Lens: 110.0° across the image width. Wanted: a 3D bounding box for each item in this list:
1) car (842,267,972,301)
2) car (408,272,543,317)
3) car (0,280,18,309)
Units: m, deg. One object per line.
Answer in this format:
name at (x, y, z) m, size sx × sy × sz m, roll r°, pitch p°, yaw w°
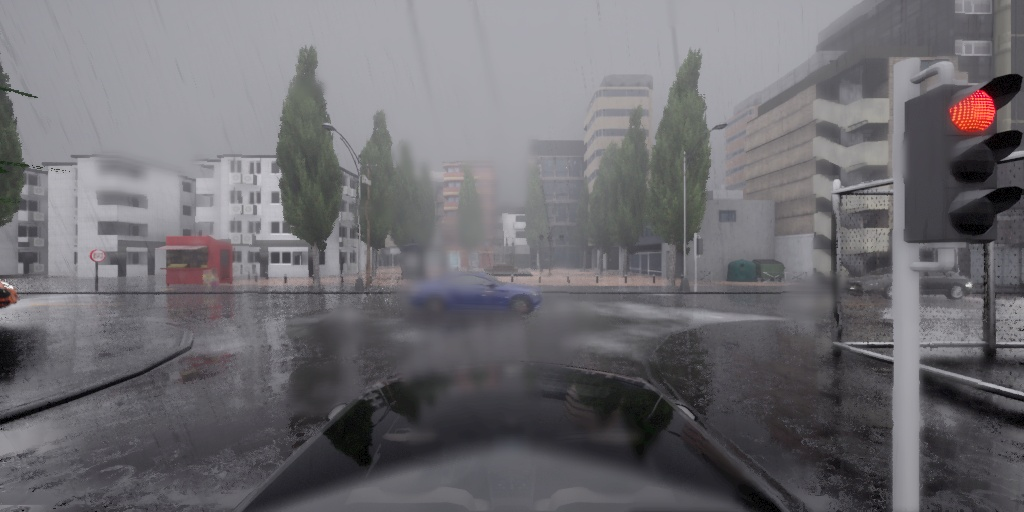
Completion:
car at (18.435, 1.255, 16.850) m, size 4.892 × 1.490 × 1.837 m, roll 0°, pitch 0°, yaw 0°
car at (-1.238, 1.276, 12.635) m, size 4.674 × 1.442 × 1.812 m, roll 0°, pitch 0°, yaw 0°
car at (-20.716, 1.101, 12.610) m, size 4.553 × 1.767 × 2.097 m, roll 0°, pitch 0°, yaw 0°
